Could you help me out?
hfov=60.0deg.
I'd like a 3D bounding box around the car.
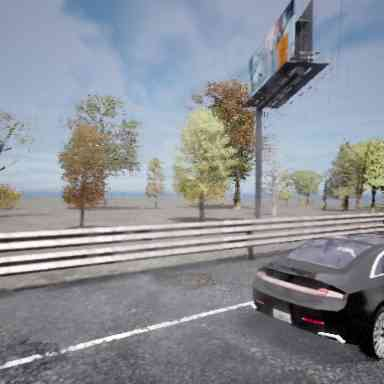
[{"bbox_3d":[3.245,1.548,6.057,4.902,1.511,2.128,1,0,-35],"label":"car"}]
